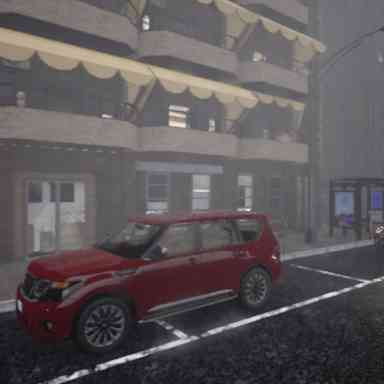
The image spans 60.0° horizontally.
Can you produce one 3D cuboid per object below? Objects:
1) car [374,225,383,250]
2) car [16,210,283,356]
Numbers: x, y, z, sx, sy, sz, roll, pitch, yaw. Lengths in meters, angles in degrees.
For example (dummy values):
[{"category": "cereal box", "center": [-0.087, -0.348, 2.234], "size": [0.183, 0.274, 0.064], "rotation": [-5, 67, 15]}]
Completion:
[{"category": "car", "center": [8.770, 1.430, 12.813], "size": [4.097, 1.590, 1.967], "rotation": [0, 0, -35]}, {"category": "car", "center": [-0.429, 1.313, 6.255], "size": [5.009, 1.841, 2.192], "rotation": [0, 0, -35]}]
